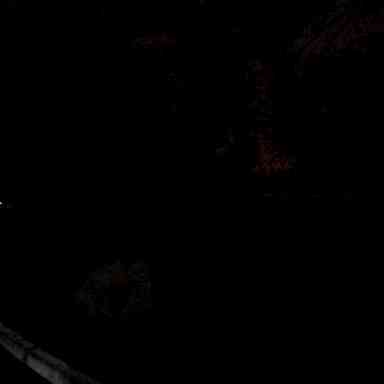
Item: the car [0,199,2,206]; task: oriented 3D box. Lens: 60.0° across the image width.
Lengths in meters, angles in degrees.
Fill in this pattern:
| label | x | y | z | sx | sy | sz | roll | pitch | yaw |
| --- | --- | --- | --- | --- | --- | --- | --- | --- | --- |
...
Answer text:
| label | x | y | z | sx | sy | sz | roll | pitch | yaw |
| --- | --- | --- | --- | --- | --- | --- | --- | --- | --- |
| car | -28.780 | 1.124 | 46.790 | 4.553 | 1.767 | 2.097 | 0 | 0 | 31 |
